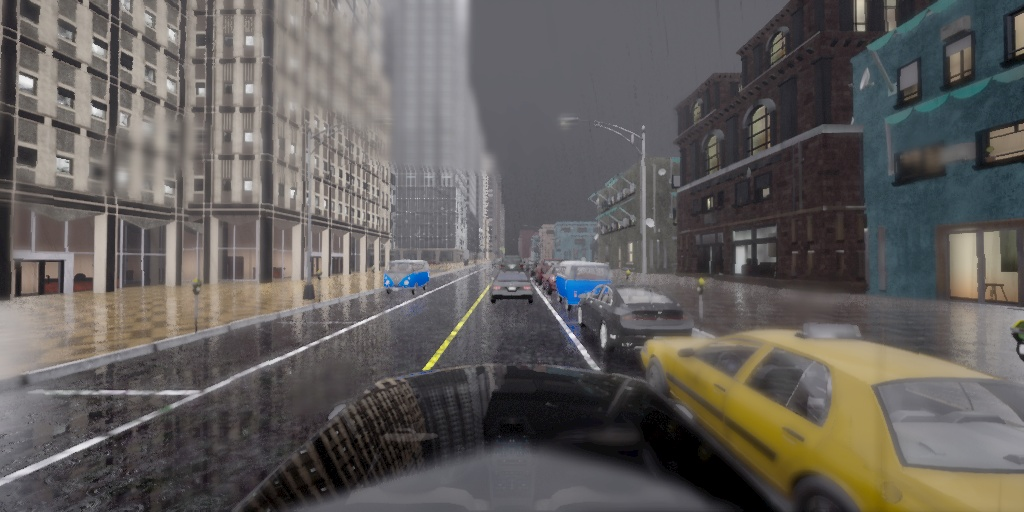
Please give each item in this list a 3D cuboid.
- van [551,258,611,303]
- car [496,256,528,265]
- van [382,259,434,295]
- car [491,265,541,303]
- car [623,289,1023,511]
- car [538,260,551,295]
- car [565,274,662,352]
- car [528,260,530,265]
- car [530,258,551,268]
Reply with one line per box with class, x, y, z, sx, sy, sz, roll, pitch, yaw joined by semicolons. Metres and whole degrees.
van;2.692;1.091;14.113;1.690;1.789;3.998;0;0;0
car;0.000;1.009;31.535;2.150;2.045;5.566;0;0;0
van;-5.689;1.091;19.587;1.690;1.789;3.998;0;0;0
car;0.000;1.314;16.502;2.033;1.411;5.357;0;0;0
car;2.692;1.273;3.326;1.751;1.417;4.829;0;0;0
car;2.692;1.190;19.590;1.967;1.591;4.097;0;0;0
car;2.692;1.299;8.635;2.007;1.370;4.403;0;0;0
car;2.692;1.315;36.023;1.948;1.339;4.313;0;0;0
car;2.692;1.065;25.069;2.192;1.841;5.009;0;0;0
